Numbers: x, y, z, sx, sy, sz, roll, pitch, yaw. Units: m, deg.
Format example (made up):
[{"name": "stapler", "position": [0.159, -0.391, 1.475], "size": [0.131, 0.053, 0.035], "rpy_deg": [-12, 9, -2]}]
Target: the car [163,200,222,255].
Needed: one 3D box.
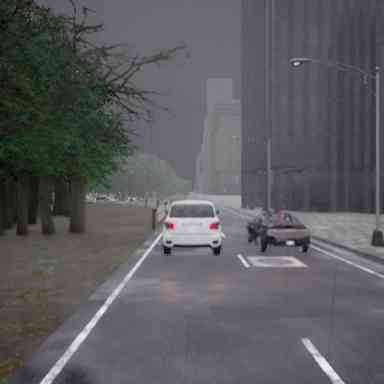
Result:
[{"name": "car", "position": [0.007, 1.346, 14.010], "size": [2.150, 2.045, 5.566], "rpy_deg": [0, 0, 0]}]

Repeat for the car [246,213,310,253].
[{"name": "car", "position": [3.509, 1.624, 14.283], "size": [2.128, 1.511, 4.902], "rpy_deg": [0, 0, 0]}]
